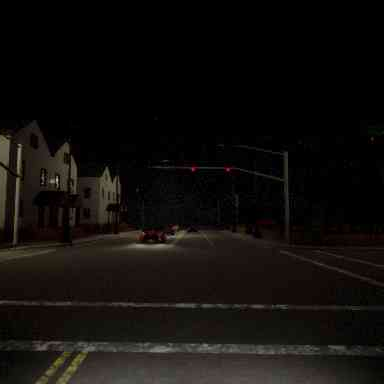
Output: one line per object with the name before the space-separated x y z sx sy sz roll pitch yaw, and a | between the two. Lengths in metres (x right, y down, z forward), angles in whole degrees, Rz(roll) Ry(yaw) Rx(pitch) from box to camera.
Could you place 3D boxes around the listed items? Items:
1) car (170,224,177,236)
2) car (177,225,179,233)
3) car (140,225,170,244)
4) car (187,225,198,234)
car | -3.509 5.497 47.605 1.837 1.490 4.892 0 -5 0
car | -3.442 6.796 62.410 1.882 1.535 5.008 0 -5 1
car | -3.541 3.849 30.933 2.097 1.767 4.553 0 -5 0
car | 0.105 6.475 57.881 2.033 1.411 5.357 0 -5 0
